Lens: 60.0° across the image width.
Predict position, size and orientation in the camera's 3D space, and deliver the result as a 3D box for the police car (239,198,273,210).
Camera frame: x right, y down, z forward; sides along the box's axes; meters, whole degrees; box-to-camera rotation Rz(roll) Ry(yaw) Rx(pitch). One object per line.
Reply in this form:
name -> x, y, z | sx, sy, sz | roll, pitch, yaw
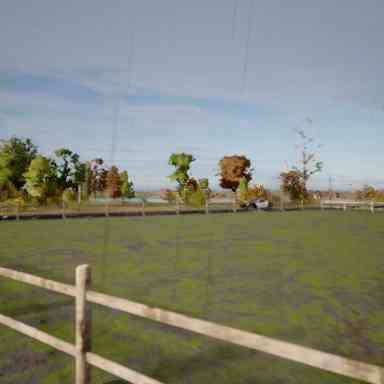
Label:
police car -> 8.832, 1.664, 46.159 | 4.974, 1.542, 2.038 | 0, 0, -30
